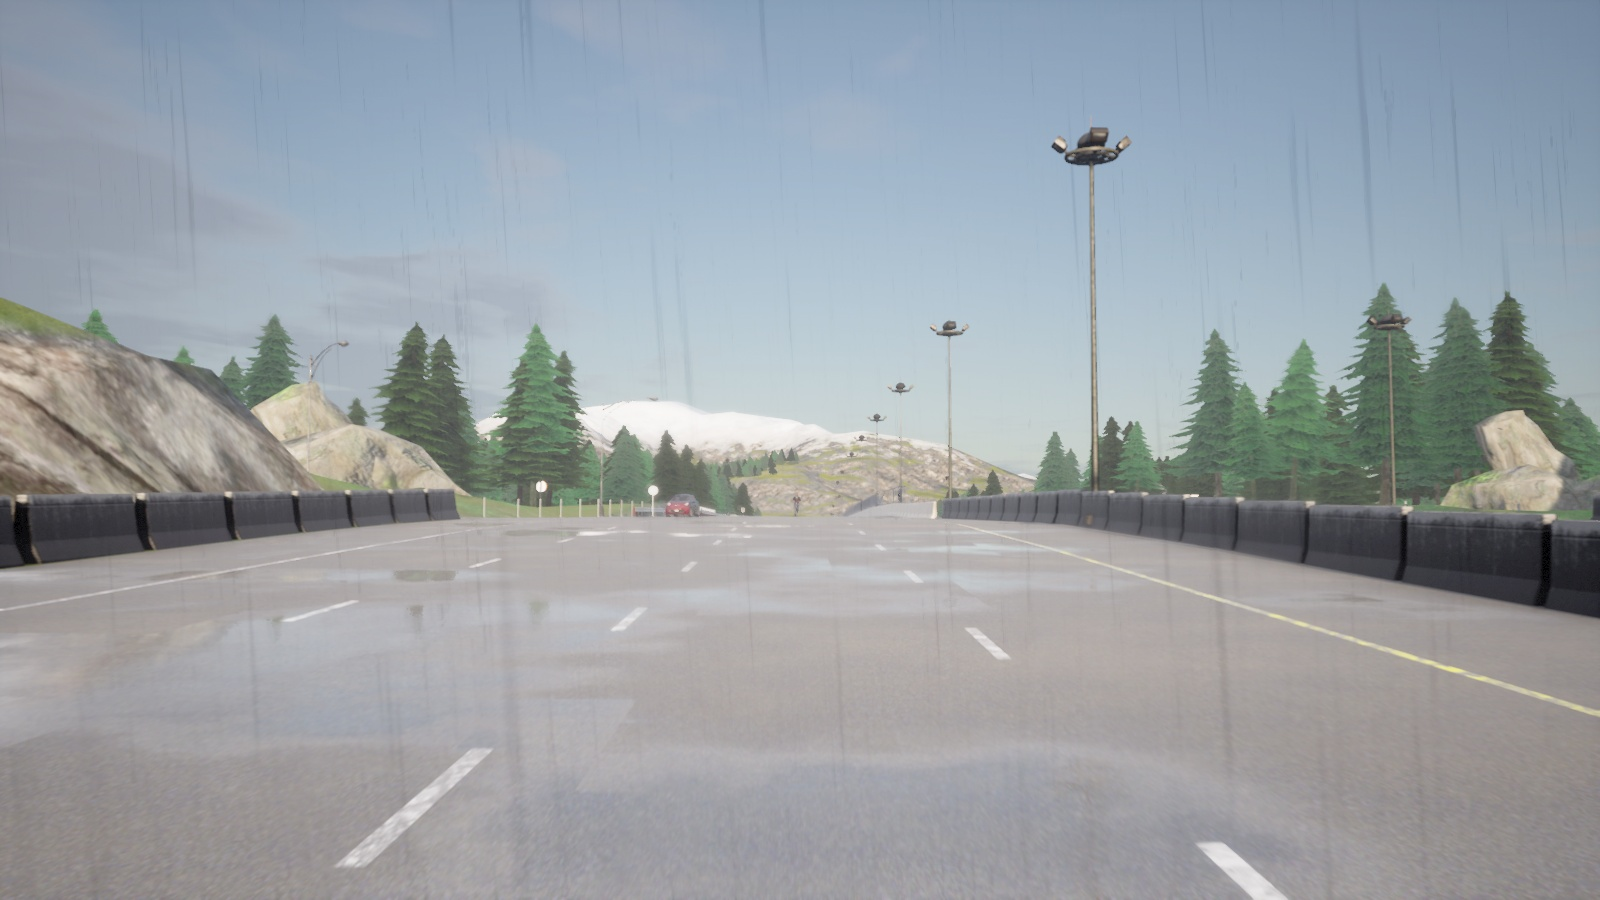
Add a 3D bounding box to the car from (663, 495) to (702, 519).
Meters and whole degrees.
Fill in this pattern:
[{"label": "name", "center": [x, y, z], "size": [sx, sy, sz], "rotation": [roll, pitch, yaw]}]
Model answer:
[{"label": "car", "center": [-7.643, 3.703, 81.762], "size": [1.845, 1.501, 3.633], "rotation": [0, -2, 6]}]
